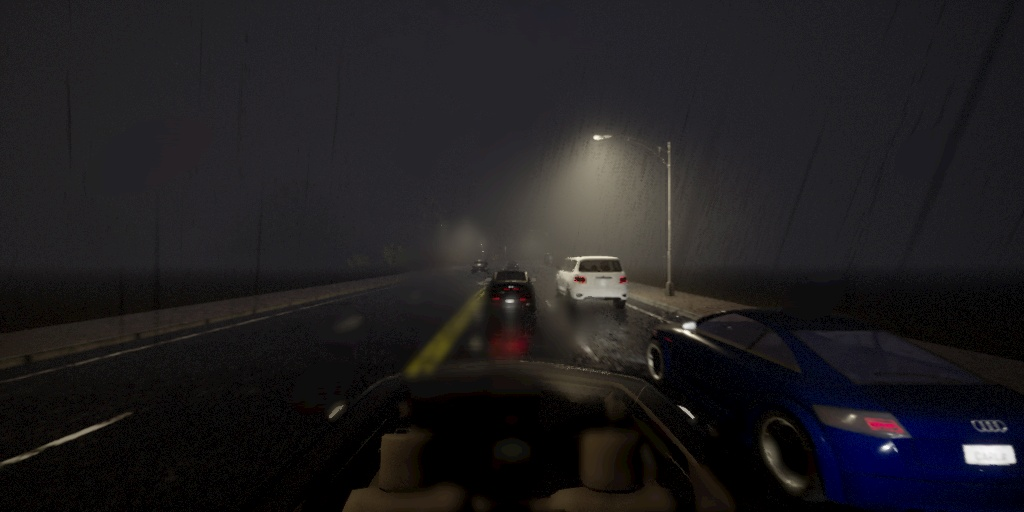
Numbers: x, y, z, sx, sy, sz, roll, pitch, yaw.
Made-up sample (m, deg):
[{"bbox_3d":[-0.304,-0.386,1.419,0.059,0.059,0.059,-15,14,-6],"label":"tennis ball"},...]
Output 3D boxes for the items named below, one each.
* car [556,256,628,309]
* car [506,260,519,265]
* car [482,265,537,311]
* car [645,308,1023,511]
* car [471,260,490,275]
[{"bbox_3d":[3.249,1.028,15.481,2.150,2.045,5.566,0,0,0],"label":"car"},{"bbox_3d":[0.096,1.508,54.776,2.033,1.411,5.357,0,0,0],"label":"car"},{"bbox_3d":[-0.033,1.309,14.703,1.837,1.490,4.892,0,0,0],"label":"car"},{"bbox_3d":[3.250,1.326,4.450,1.994,1.385,4.181,0,0,0],"label":"car"},{"bbox_3d":[-3.253,1.156,38.655,2.033,1.411,5.357,0,0,0],"label":"car"}]
